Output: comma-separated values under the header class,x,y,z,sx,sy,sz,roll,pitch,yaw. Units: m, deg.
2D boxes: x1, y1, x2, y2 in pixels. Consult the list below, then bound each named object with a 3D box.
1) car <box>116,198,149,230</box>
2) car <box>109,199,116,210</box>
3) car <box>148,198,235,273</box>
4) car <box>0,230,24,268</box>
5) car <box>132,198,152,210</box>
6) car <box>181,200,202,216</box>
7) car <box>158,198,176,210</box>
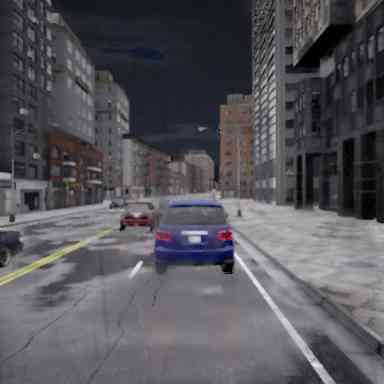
class,x,y,z,sx,sy,sz,roll,pitch,yaw
car,-3.238,1.411,21.571,2.097,1.767,4.553,0,0,0
car,-10.016,1.670,45.797,1.994,1.385,4.181,0,0,0
car,0.061,1.250,10.877,2.150,2.045,5.566,0,0,0
car,-6.617,1.609,8.879,2.033,1.411,5.357,0,0,1
car,-6.765,1.564,45.407,1.882,1.535,5.008,0,0,0
car,-0.046,1.609,34.008,1.994,1.385,4.181,0,0,0
car,-3.346,1.559,45.413,2.128,1.511,4.902,0,0,0
